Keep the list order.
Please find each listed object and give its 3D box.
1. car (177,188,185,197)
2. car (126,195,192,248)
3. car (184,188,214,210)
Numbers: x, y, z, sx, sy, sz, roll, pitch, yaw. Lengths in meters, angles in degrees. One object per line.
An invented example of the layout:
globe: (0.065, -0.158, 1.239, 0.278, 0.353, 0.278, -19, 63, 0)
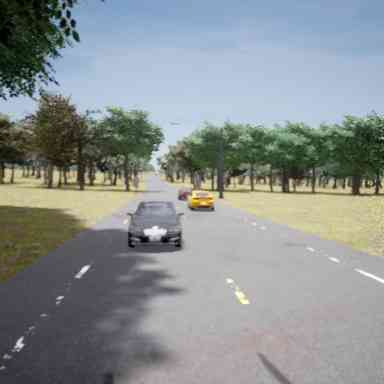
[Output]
car: (-0.923, 0.249, 44.049, 1.812, 1.442, 4.674, 0, 2, -6)
car: (-1.387, 1.095, 12.771, 2.128, 1.511, 4.902, 0, 2, -6)
car: (0.689, 0.646, 28.425, 1.882, 1.535, 5.008, 0, 2, -5)
